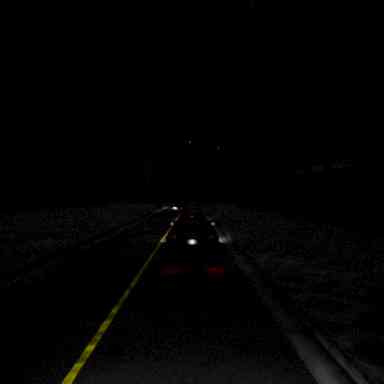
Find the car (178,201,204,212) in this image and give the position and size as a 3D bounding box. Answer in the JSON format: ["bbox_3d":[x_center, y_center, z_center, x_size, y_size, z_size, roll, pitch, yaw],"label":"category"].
[{"bbox_3d":[0.022,1.823,29.231,1.882,1.535,5.008,0,-1,1],"label":"car"}]

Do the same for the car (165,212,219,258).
[{"bbox_3d":[0.020,1.714,13.472,1.994,1.385,4.181,0,-1,0],"label":"car"}]

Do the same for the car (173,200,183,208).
[{"bbox_3d":[-2.533,2.379,66.937,1.837,1.490,4.892,0,0,4],"label":"car"}]
